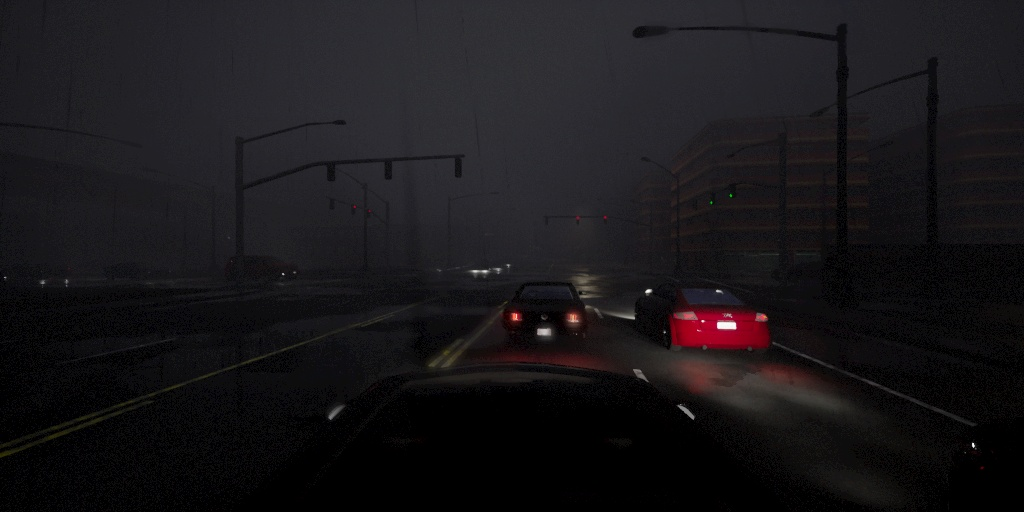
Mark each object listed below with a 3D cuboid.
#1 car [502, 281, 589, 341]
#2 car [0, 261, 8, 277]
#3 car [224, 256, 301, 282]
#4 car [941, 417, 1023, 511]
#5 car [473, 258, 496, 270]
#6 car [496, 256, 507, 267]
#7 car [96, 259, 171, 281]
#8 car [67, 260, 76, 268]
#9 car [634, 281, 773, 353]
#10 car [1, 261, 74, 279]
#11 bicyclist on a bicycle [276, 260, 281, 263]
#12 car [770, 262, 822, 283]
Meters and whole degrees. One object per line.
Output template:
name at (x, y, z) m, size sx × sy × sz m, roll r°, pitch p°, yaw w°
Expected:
car at (0.996, 1.351, 9.915) m, size 1.895 × 1.301 × 4.718 m, roll 0°, pitch 0°, yaw 8°
car at (-51.168, 1.276, 35.244) m, size 4.674 × 1.442 × 1.812 m, roll 0°, pitch 0°, yaw 35°
car at (-20.015, 0.974, 28.783) m, size 5.566 × 2.045 × 2.150 m, roll 0°, pitch 0°, yaw 7°
car at (3.640, 1.242, 0.203) m, size 2.128 × 1.511 × 4.902 m, roll 0°, pitch 0°, yaw 1°
car at (-3.880, 1.176, 48.705) m, size 1.994 × 1.385 × 4.181 m, roll 0°, pitch 1°, yaw 8°
car at (-2.533, 1.064, 58.559) m, size 1.895 × 1.301 × 4.718 m, roll 0°, pitch 1°, yaw 8°
car at (-31.434, 1.227, 30.122) m, size 5.008 × 1.535 × 1.882 m, roll 0°, pitch 0°, yaw 7°
car at (-47.893, 1.350, 37.296) m, size 4.718 × 1.301 × 1.895 m, roll 0°, pitch 0°, yaw 27°
car at (4.400, 1.314, 8.915) m, size 1.994 × 1.385 × 4.181 m, roll 0°, pitch 0°, yaw 7°
car at (-41.849, 1.351, 31.566) m, size 4.718 × 1.301 × 1.895 m, roll 0°, pitch 0°, yaw 12°
bicyclist on a bicycle at (-26.420, 1.053, 40.582) m, size 0.582 × 1.620 × 1.656 m, roll 0°, pitch 0°, yaw 7°
car at (22.803, 1.227, 27.591) m, size 5.008 × 1.535 × 1.882 m, roll 0°, pitch 0°, yaw 7°
